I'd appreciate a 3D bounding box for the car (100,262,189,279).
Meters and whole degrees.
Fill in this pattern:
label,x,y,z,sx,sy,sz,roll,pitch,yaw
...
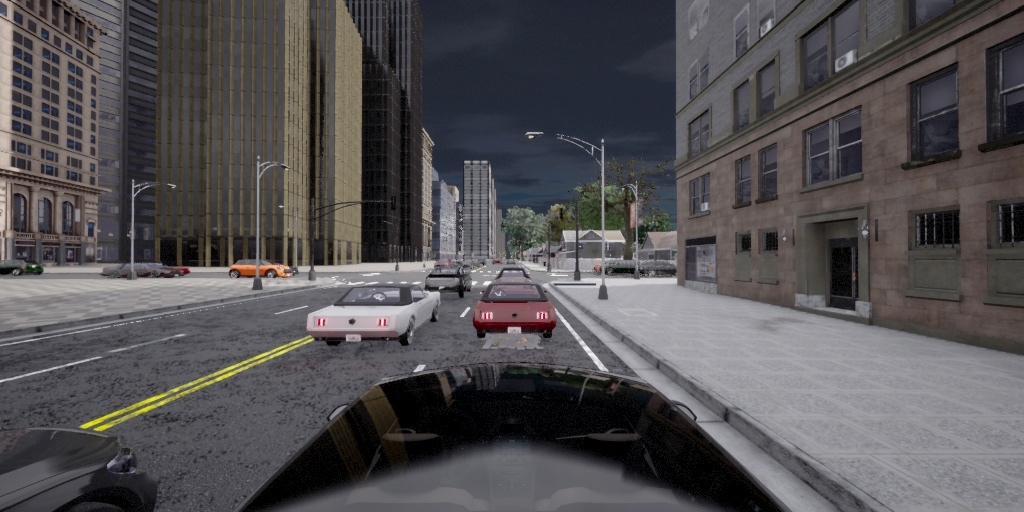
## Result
label,x,y,z,sx,sy,sz,roll,pitch,yaw
car,-31.282,1.254,30.409,5.357,1.411,2.033,0,-1,-4

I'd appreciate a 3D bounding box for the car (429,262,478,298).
label,x,y,z,sx,sy,sz,roll,pitch,yaw
car,-3.198,1.243,18.654,2.128,1.511,4.902,0,0,0

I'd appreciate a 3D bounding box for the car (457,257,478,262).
label,x,y,z,sx,sy,sz,roll,pitch,yaw
car,-6.738,1.258,54.386,1.837,1.490,4.892,0,0,0

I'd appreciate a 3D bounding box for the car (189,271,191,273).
label,x,y,z,sx,sy,sz,roll,pitch,yaw
car,-33.150,1.341,33.517,4.718,1.301,1.895,0,-1,-5

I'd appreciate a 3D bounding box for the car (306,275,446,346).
label,x,y,z,sx,sy,sz,roll,pitch,yaw
car,-3.176,1.352,9.398,1.895,1.301,4.718,0,0,0

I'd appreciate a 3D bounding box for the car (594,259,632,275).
label,x,y,z,sx,sy,sz,roll,pitch,yaw
car,11.505,1.124,37.922,4.553,1.767,2.097,0,-1,0

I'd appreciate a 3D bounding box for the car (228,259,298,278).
label,x,y,z,sx,sy,sz,roll,pitch,yaw
car,-21.577,1.059,30.949,4.553,1.767,2.097,0,-1,-2

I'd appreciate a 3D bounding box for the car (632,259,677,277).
label,x,y,z,sx,sy,sz,roll,pitch,yaw
car,14.515,1.242,34.462,4.892,1.490,1.837,0,-1,0

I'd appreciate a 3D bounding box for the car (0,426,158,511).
label,x,y,z,sx,sy,sz,roll,pitch,yaw
car,-3.142,1.275,0.256,1.812,1.442,4.674,0,0,0

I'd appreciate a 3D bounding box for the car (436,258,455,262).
label,x,y,z,sx,sy,sz,roll,pitch,yaw
car,-9.987,1.105,52.560,2.097,1.767,4.553,0,0,0

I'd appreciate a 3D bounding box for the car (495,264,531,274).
label,x,y,z,sx,sy,sz,roll,pitch,yaw
car,0.049,1.316,18.878,1.994,1.385,4.181,0,0,0

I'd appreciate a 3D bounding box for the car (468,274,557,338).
label,x,y,z,sx,sy,sz,roll,pitch,yaw
car,0.057,1.351,10.118,1.895,1.301,4.718,0,0,0

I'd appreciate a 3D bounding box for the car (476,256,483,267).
label,x,y,z,sx,sy,sz,roll,pitch,yaw
car,-6.739,1.258,64.525,1.837,1.490,4.892,0,0,0
